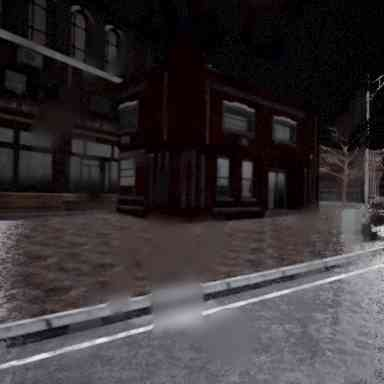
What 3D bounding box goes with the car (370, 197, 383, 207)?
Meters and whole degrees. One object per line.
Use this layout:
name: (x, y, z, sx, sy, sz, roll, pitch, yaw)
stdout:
car: (25.750, 1.420, 44.372, 2.128, 1.511, 4.902, 1, 0, -1)
